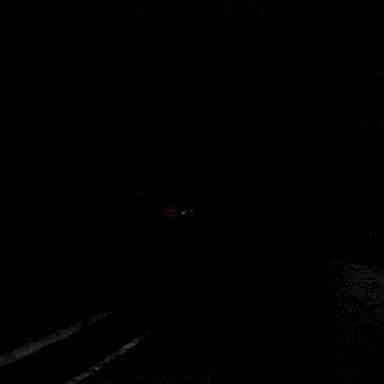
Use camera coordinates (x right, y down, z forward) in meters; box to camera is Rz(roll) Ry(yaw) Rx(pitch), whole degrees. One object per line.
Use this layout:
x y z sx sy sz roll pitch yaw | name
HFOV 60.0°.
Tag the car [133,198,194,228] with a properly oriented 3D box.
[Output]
-1.961 1.235 21.826 2.097 1.767 4.553 2 0 -42 | car
